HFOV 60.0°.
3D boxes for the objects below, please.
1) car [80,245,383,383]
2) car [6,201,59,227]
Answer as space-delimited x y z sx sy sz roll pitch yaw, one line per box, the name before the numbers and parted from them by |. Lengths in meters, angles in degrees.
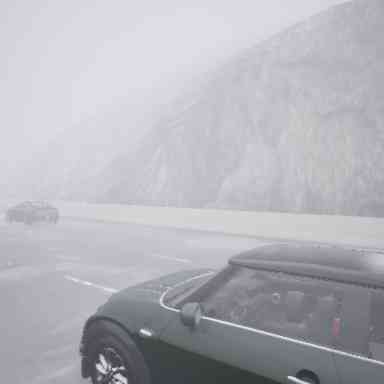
car | 0.924 1.345 3.339 4.553 1.767 2.097 1 0 36
car | -10.426 1.332 21.625 4.902 1.511 2.128 1 0 43
